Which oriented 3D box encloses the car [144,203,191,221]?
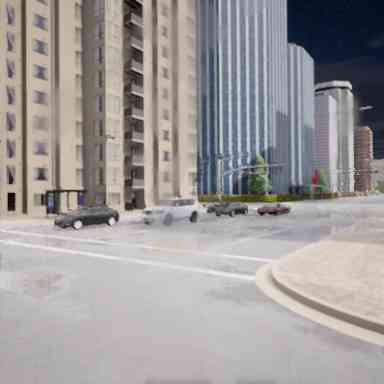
[{"bbox_3d":[-2.213,1.797,31.126,1.812,1.442,4.674,-1,0,35],"label":"car"}]

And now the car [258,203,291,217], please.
[{"bbox_3d":[8.464,1.793,33.915,1.895,1.301,4.718,-1,0,35],"label":"car"}]

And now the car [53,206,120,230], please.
[{"bbox_3d":[-7.393,1.776,23.724,1.837,1.490,4.892,-1,0,36],"label":"car"}]

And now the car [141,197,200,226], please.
[{"bbox_3d":[-1.540,1.454,25.984,2.150,2.045,5.566,-1,0,35],"label":"car"}]

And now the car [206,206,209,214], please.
[{"bbox_3d":[3.442,1.836,39.242,1.994,1.385,4.181,-1,0,35],"label":"car"}]

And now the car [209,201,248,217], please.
[{"bbox_3d":[4.079,1.738,34.051,1.837,1.490,4.892,-1,0,35],"label":"car"}]
